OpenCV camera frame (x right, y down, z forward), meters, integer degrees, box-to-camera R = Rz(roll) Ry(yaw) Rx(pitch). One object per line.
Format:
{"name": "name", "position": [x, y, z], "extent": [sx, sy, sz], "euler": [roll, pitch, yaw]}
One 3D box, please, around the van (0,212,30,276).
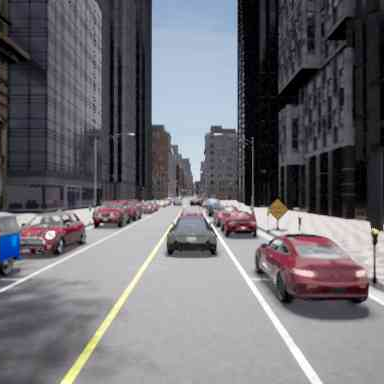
{"name": "van", "position": [-5.864, 1.428, 8.134], "extent": [1.690, 1.788, 3.998], "euler": [0, -1, 0]}

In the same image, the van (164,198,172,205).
{"name": "van", "position": [-5.922, 2.306, 81.446], "extent": [1.690, 1.788, 3.998], "euler": [0, -1, 0]}

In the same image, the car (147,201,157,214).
{"name": "car", "position": [-5.891, 1.899, 41.969], "extent": [1.967, 1.590, 4.097], "euler": [0, -1, 0]}

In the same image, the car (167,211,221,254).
{"name": "car", "position": [-0.006, 1.717, 14.288], "extent": [1.994, 1.385, 4.181], "euler": [0, -1, 0]}

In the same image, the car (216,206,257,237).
{"name": "car", "position": [2.652, 1.753, 19.404], "extent": [1.887, 1.381, 4.507], "euler": [0, -1, 0]}

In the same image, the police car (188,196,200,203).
{"name": "police car", "position": [0.704, 2.237, 69.739], "extent": [1.930, 1.638, 5.238], "euler": [-1, -1, 1]}

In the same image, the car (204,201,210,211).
{"name": "car", "position": [2.639, 1.959, 36.320], "extent": [1.947, 1.339, 4.313], "euler": [0, -1, 0]}

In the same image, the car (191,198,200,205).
{"name": "car", "position": [0.835, 2.366, 85.584], "extent": [2.097, 1.767, 4.553], "euler": [0, -1, 0]}

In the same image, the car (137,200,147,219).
{"name": "car", "position": [-5.882, 1.645, 30.691], "extent": [2.192, 1.841, 5.009], "euler": [0, -1, 0]}

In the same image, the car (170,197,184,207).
{"name": "car", "position": [-3.054, 2.352, 70.968], "extent": [1.812, 1.442, 4.674], "euler": [0, -1, 0]}

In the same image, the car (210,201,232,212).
{"name": "car", "position": [2.648, 1.709, 25.044], "extent": [1.967, 1.590, 4.097], "euler": [0, -1, 0]}

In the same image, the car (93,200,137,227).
{"name": "car", "position": [-5.877, 1.584, 25.053], "extent": [2.192, 1.841, 5.009], "euler": [0, -1, 0]}

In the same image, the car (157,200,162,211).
{"name": "car", "position": [-5.895, 1.967, 47.607], "extent": [1.967, 1.590, 4.097], "euler": [0, -1, 0]}

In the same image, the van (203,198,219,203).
{"name": "van", "position": [2.634, 1.800, 41.961], "extent": [1.690, 1.788, 3.998], "euler": [0, -1, 0]}

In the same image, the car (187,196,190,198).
{"name": "car", "position": [0.479, 2.418, 79.519], "extent": [1.882, 1.535, 5.008], "euler": [0, -1, -8]}

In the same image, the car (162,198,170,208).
{"name": "car", "position": [-5.916, 2.269, 64.321], "extent": [1.752, 1.417, 4.829], "euler": [0, -1, 1]}

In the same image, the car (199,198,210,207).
{"name": "car", "position": [2.613, 2.136, 70.152], "extent": [2.192, 1.841, 5.009], "euler": [0, -1, 0]}

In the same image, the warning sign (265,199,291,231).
{"name": "warning sign", "position": [5.052, 1.326, 19.623], "extent": [1.300, 1.860, 1.060], "euler": [0, -1, 0]}

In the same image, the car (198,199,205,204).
{"name": "car", "position": [2.597, 2.649, 92.707], "extent": [2.008, 1.369, 4.403], "euler": [0, -1, 0]}

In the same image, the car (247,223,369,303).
{"name": "car", "position": [2.661, 1.669, 8.126], "extent": [1.802, 1.307, 4.206], "euler": [0, -1, 0]}

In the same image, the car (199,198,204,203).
{"name": "car", "position": [2.622, 2.201, 59.082], "extent": [1.752, 1.417, 4.829], "euler": [0, -1, 1]}

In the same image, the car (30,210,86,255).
{"name": "car", "position": [-5.869, 1.588, 13.773], "extent": [1.967, 1.590, 4.097], "euler": [0, -1, 0]}

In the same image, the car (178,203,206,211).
{"name": "car", "position": [-0.020, 1.913, 29.089], "extent": [1.895, 1.301, 4.718], "euler": [0, -1, 0]}

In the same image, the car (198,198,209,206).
{"name": "car", "position": [2.608, 2.208, 75.791], "extent": [2.192, 1.841, 5.009], "euler": [0, -1, 0]}
